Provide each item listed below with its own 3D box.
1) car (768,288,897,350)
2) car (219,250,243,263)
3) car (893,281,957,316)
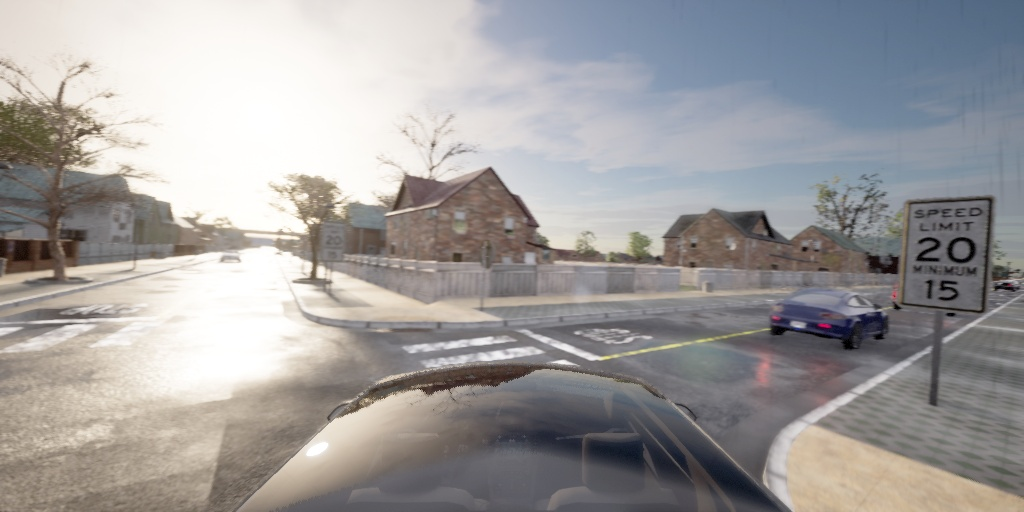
[{"bbox_3d":[9.297,1.684,10.510,4.674,1.442,1.812,3,1,-34],"label":"car"},{"bbox_3d":[-32.681,-0.005,41.826,1.812,1.442,4.674,4,-1,-34],"label":"car"},{"bbox_3d":[22.632,1.973,19.404,5.566,2.045,2.150,3,1,-34],"label":"car"}]
